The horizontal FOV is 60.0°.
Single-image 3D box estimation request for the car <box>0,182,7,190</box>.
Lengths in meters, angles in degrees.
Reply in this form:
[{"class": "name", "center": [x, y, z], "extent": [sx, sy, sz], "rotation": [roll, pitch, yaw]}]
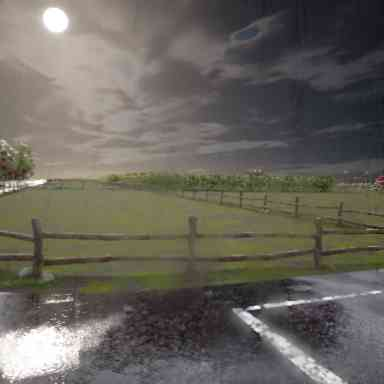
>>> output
[{"class": "car", "center": [-32.044, -1.053, 55.166], "extent": [1.895, 1.301, 4.718], "rotation": [0, 2, -21]}]
